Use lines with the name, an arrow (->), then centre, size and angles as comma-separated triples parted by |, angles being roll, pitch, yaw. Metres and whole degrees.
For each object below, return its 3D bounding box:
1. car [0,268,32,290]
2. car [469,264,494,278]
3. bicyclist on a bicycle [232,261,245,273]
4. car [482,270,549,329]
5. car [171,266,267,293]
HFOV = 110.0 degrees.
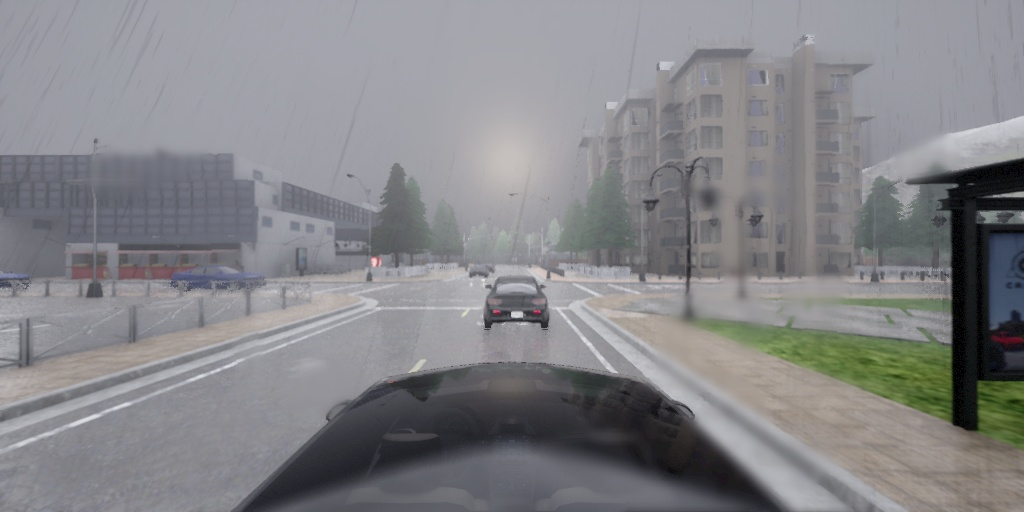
car -> -32.545, 1.356, 21.878 | 5.008, 1.535, 1.882 | 0, 0, 1
car -> -3.421, 1.564, 38.265 | 2.033, 1.411, 5.357 | 0, 0, 1
bicyclist on a bicycle -> -22.242, 1.234, 29.208 | 0.582, 1.620, 1.656 | 0, 0, 1
car -> 0.116, 1.347, 11.458 | 1.812, 1.442, 4.674 | 0, 0, 0
car -> -17.564, 1.356, 21.654 | 5.008, 1.535, 1.882 | 0, 0, 1
